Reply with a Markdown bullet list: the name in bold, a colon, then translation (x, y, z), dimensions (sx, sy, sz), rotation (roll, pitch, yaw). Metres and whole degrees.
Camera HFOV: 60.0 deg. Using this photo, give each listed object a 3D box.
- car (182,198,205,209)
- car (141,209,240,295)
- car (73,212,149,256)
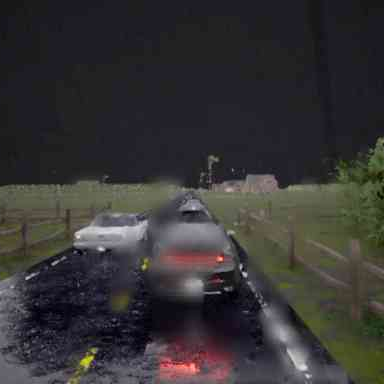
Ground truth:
- **car**: translation (0.126, 1.242, 28.696), dimensions (1.994, 1.385, 4.181), rotation (0, 1, 0)
- **car**: translation (0.076, 1.405, 8.442), dimensions (1.837, 1.490, 4.892), rotation (0, 1, 1)
- **car**: translation (-2.831, 1.455, 12.579), dimensions (1.895, 1.301, 4.718), rotation (0, 1, 0)
